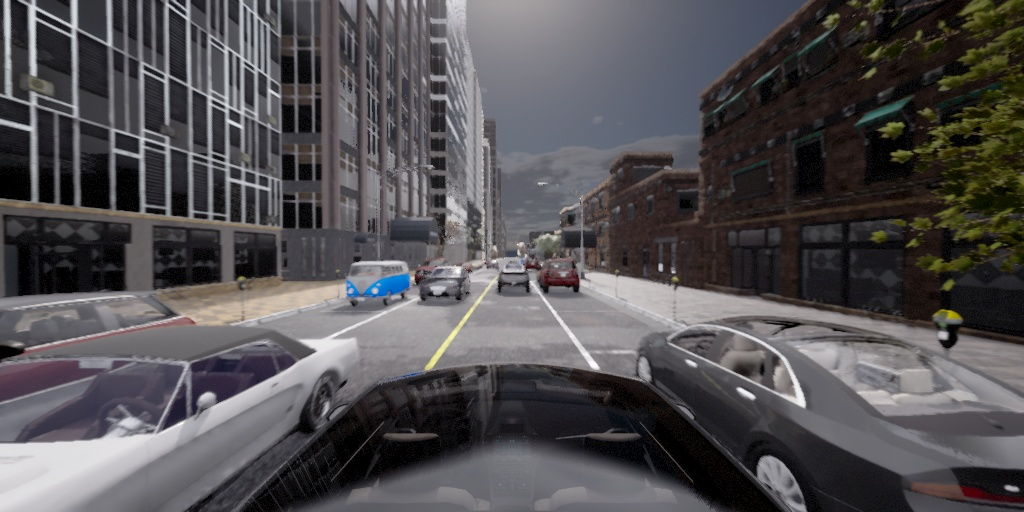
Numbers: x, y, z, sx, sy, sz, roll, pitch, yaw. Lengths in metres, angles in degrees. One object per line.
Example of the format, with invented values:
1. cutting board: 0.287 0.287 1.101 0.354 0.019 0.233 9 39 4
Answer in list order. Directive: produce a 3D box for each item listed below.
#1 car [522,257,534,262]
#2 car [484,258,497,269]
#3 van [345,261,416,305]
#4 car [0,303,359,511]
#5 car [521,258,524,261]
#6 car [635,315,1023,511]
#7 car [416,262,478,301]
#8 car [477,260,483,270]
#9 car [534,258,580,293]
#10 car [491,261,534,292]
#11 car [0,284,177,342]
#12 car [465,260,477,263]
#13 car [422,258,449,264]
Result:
1. car: 2.696 1.123 48.789 2.192 1.841 5.009 0 0 0
2. car: -3.040 1.383 56.911 1.994 1.385 4.181 0 0 1
3. van: -5.690 1.109 15.592 1.690 1.789 3.998 0 0 0
4. car: -3.081 1.353 2.789 1.895 1.301 4.718 0 0 0
5. car: 0.102 1.305 39.999 1.837 1.490 4.892 0 1 0
6. car: 2.701 1.303 3.776 2.007 1.370 4.403 0 0 0
7. car: -3.098 1.259 17.392 2.128 1.511 4.902 0 0 0
8. car: -5.684 1.341 54.166 1.751 1.417 4.829 0 0 0
9. car: 2.692 1.089 21.116 2.192 1.841 5.009 0 0 0
10. car: 0.098 1.268 21.654 2.128 1.511 4.902 0 0 0
11. car: -5.703 1.193 3.795 1.967 1.591 4.097 0 0 0
12. car: -5.686 1.347 43.266 1.888 1.381 4.507 0 0 0
13. car: -5.688 1.097 26.661 2.192 1.841 5.009 0 0 0
